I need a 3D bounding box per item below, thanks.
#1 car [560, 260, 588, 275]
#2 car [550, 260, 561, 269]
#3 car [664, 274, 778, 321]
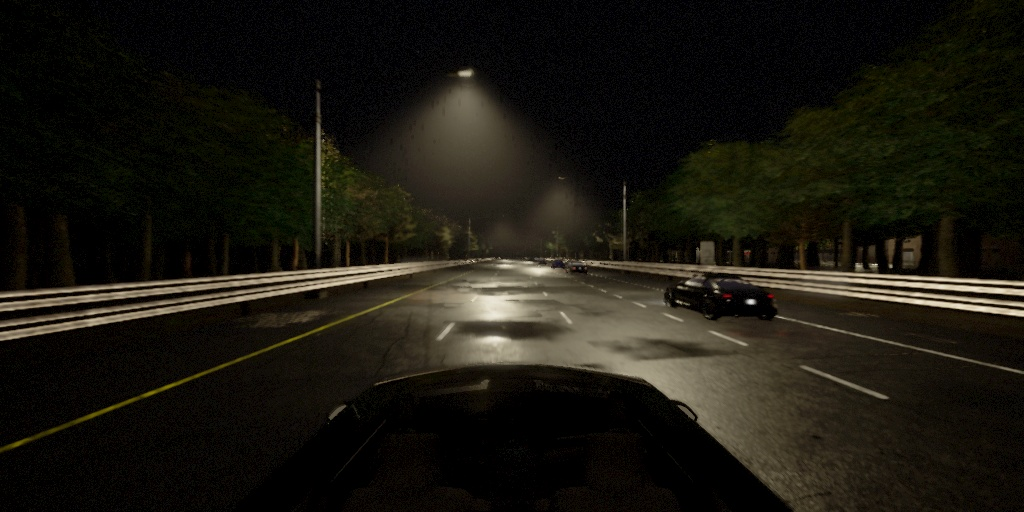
[{"bbox_3d":[6.999,1.310,39.426,2.033,1.411,5.357,0,0,0],"label":"car"},{"bbox_3d":[7.000,1.304,55.368,1.812,1.442,4.674,0,0,0],"label":"car"},{"bbox_3d":[7.002,1.318,12.522,1.994,1.385,4.181,0,0,0],"label":"car"}]
